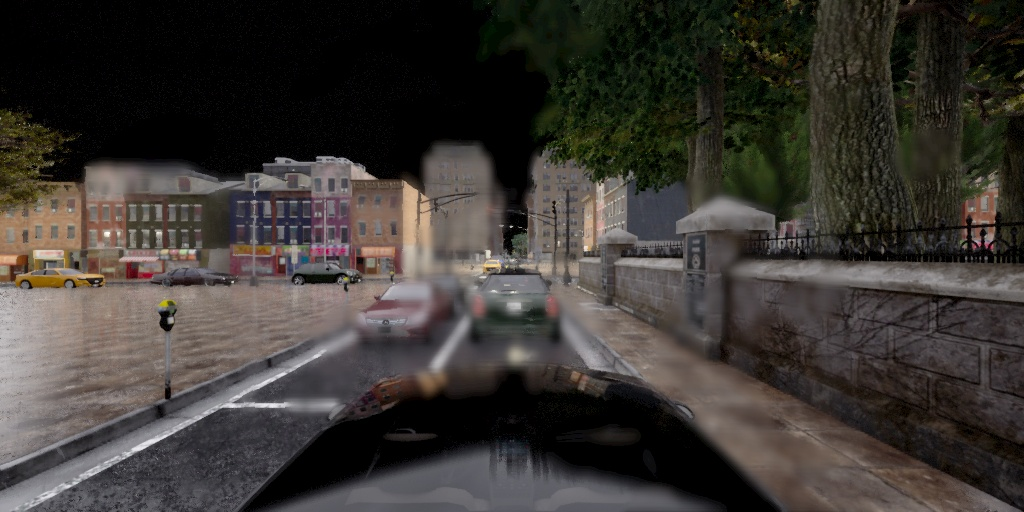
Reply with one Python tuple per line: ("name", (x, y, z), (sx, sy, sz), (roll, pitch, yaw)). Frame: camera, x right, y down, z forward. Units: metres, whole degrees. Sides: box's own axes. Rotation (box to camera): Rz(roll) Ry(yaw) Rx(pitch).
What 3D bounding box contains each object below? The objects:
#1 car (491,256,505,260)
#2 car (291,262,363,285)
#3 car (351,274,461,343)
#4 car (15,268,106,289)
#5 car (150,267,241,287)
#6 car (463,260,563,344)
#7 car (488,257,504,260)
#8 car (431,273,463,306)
("car", (-2.291, 0.960, 53.274), (2.150, 2.045, 5.566), (0, 0, 1))
("car", (-13.391, 1.230, 26.196), (4.553, 1.767, 2.097), (-1, 0, 0))
("car", (-2.638, 1.331, 9.625), (1.802, 1.307, 4.207), (0, 0, 0))
("car", (-32.791, 1.625, 26.135), (5.008, 1.535, 1.882), (-1, 0, 0))
("car", (-23.035, 1.545, 26.157), (5.357, 1.411, 2.033), (-1, 0, 0))
("car", (0.073, 1.101, 9.740), (2.097, 1.767, 4.553), (0, 0, 0))
("car", (-2.277, 1.218, 41.554), (1.882, 1.535, 5.008), (0, 0, 1))
("car", (-2.638, 1.315, 13.288), (1.948, 1.339, 4.313), (0, 0, 0))
